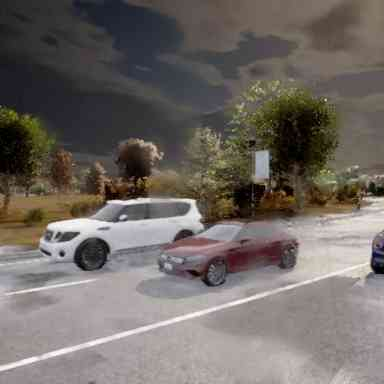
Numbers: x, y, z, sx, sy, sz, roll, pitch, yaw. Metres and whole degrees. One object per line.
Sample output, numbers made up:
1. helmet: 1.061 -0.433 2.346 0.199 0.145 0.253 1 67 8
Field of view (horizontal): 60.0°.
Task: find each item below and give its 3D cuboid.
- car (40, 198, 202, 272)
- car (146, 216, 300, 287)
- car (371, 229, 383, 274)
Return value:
1. car: -2.074 1.241 11.320 5.566 2.045 2.150 0 0 -38
2. car: 1.238 1.536 9.503 4.674 1.442 1.812 0 0 -39
3. car: 6.992 1.350 9.465 4.553 1.767 2.097 0 0 -40
